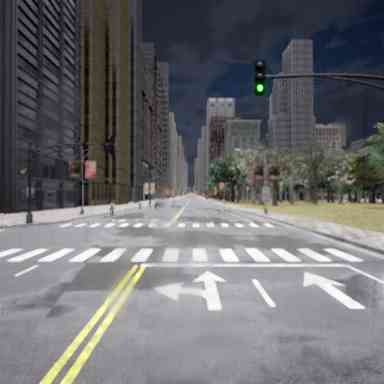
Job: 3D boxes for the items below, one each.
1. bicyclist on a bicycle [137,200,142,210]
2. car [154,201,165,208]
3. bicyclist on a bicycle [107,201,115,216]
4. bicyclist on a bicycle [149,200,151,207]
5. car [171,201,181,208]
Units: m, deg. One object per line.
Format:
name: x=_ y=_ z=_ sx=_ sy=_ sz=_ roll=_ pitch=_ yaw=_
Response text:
bicyclist on a bicycle: x=-8.600 y=2.128 z=54.856 sx=0.866 sy=1.612 sz=1.509 roll=0 pitch=-1 yaw=0
car: x=-6.480 y=2.498 z=66.677 sx=2.033 sy=1.411 sz=5.357 roll=0 pitch=-1 yaw=0
bicyclist on a bicycle: x=-8.667 y=1.793 z=35.977 sx=0.866 sy=1.612 sz=1.509 roll=0 pitch=-1 yaw=1
bicyclist on a bicycle: x=-8.730 y=2.392 z=69.050 sx=0.582 sy=1.620 sz=1.656 roll=0 pitch=-1 yaw=0
car: x=-3.230 y=2.539 z=66.645 sx=1.895 sy=1.301 sz=4.718 roll=0 pitch=-1 yaw=0
